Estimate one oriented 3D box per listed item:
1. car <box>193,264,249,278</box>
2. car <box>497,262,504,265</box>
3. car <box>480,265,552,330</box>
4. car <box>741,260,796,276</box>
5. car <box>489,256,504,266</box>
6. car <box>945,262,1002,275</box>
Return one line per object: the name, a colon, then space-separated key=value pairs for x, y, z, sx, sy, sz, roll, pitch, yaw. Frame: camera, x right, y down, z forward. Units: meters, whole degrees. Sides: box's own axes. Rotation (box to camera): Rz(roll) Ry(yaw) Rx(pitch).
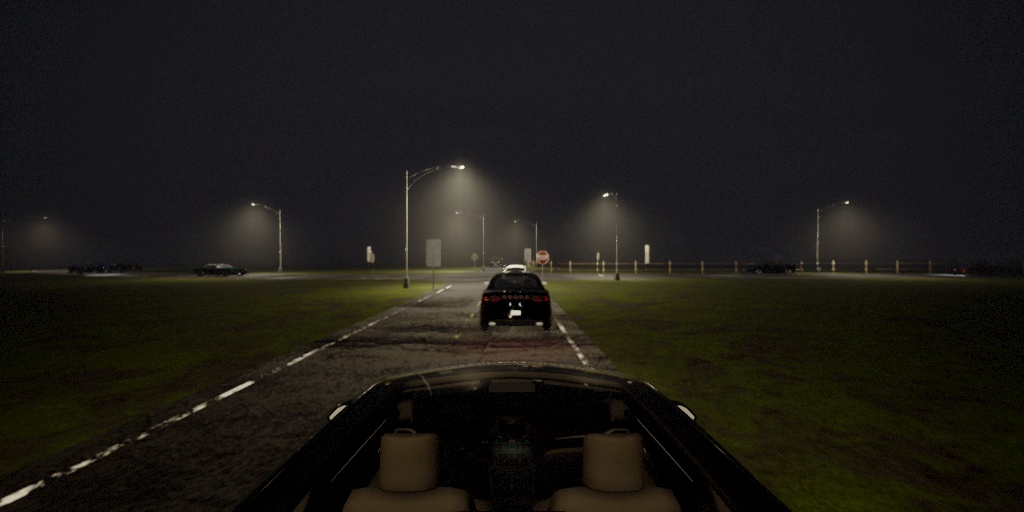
car: x=-28.733 y=1.415 z=35.433 sx=4.718 sy=1.301 sz=1.895 roll=0 pitch=1 yaw=12
car: x=0.305 y=1.276 z=22.484 sx=1.812 sy=1.442 sz=4.674 roll=0 pitch=0 yaw=4
car: x=0.110 y=1.227 z=11.198 sx=1.882 sy=1.535 sz=5.008 roll=0 pitch=0 yaw=0
car: x=26.416 y=1.193 z=37.020 sx=5.008 sy=1.535 sz=1.882 roll=0 pitch=1 yaw=-2
car: x=-2.727 y=0.981 z=62.663 sx=2.150 sy=2.045 sz=5.566 roll=0 pitch=0 yaw=1
car: x=48.292 y=1.274 z=37.543 sx=4.181 sy=1.385 sz=1.994 roll=0 pitch=1 yaw=-1
